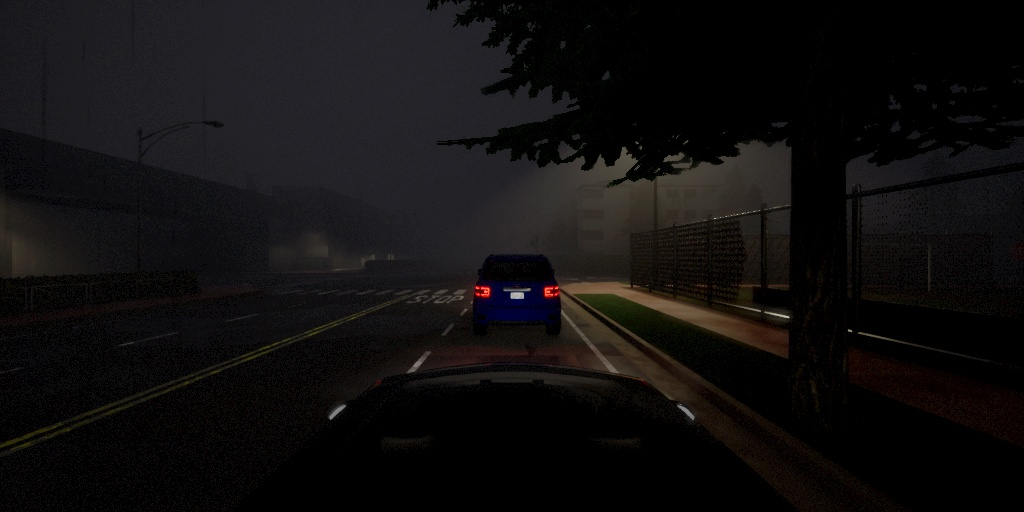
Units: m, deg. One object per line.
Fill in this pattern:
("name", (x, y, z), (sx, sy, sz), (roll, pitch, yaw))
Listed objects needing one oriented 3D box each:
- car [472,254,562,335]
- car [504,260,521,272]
("car", (0.123, 0.972, 10.622), (2.150, 2.045, 5.566), (0, 0, 0))
("car", (0.061, 1.241, 46.453), (2.128, 1.511, 4.902), (0, 0, -1))
